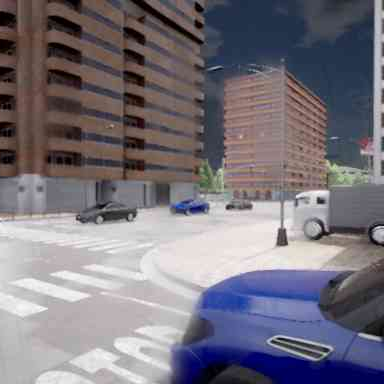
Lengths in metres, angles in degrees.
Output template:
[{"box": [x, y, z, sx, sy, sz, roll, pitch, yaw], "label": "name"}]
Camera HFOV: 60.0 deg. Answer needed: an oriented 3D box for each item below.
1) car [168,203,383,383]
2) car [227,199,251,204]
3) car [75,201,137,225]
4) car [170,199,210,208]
[{"box": [2.433, 1.225, 2.240, 5.566, 2.045, 2.150, 0, 0, 36], "label": "car"}, {"box": [5.768, 1.533, 40.687, 1.994, 1.385, 4.181, 0, 0, 36], "label": "car"}, {"box": [-6.103, 1.474, 24.115, 1.837, 1.490, 4.892, 0, 0, 35], "label": "car"}, {"box": [-0.154, 1.447, 32.456, 1.882, 1.535, 5.008, 0, 0, 36], "label": "car"}]
